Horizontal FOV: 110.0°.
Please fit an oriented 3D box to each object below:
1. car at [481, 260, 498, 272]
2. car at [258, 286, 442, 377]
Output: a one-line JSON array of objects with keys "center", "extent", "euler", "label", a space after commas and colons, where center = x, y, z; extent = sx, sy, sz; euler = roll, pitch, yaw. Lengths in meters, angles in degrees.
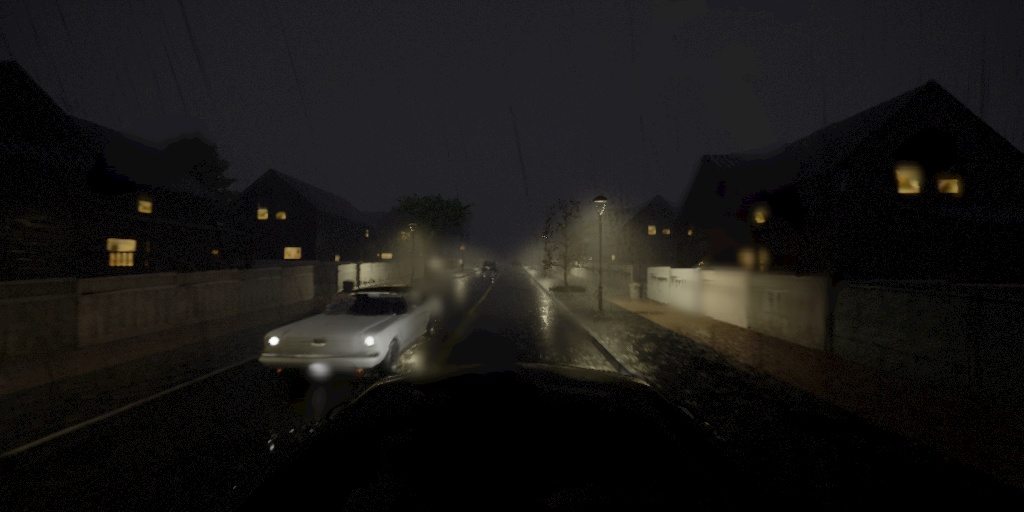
[{"center": [-2.848, 1.304, 46.068], "extent": [2.128, 1.511, 4.902], "euler": [0, 0, 0], "label": "car"}, {"center": [-2.843, 1.354, 7.507], "extent": [1.895, 1.301, 4.718], "euler": [0, 0, 0], "label": "car"}]
